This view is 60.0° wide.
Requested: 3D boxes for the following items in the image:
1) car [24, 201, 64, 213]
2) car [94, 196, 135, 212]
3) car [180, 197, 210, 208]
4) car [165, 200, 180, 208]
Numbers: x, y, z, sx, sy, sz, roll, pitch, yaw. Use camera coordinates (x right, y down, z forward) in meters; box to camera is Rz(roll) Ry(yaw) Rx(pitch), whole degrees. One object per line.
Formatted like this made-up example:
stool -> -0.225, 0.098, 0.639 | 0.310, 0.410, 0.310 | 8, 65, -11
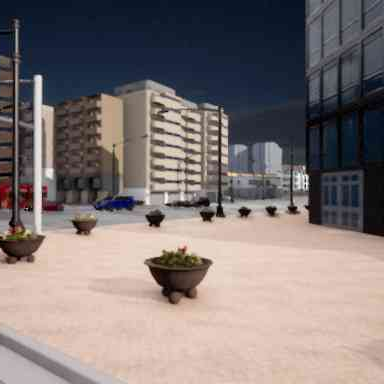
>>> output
car -> -16.931, 1.690, 38.167 | 1.994, 1.385, 4.181 | 0, -1, 35
car -> -9.774, 1.463, 42.234 | 2.150, 2.045, 5.566 | 0, -1, 35
car -> 0.965, 1.845, 57.336 | 2.150, 2.045, 5.566 | 0, -1, 35
car -> -2.507, 2.042, 58.507 | 2.033, 1.411, 5.357 | 0, -1, 36
